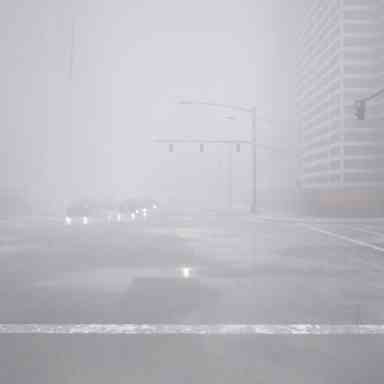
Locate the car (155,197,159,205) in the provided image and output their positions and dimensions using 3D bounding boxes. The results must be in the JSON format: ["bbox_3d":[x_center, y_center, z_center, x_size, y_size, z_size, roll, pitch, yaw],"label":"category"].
[{"bbox_3d":[-7.009,1.601,58.562,1.895,1.301,4.718,0,0,0],"label":"car"}]

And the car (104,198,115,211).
[{"bbox_3d":[-10.547,1.478,41.903,1.882,1.535,5.008,0,0,0],"label":"car"}]

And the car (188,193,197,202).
[{"bbox_3d":[0.089,1.184,74.398,2.097,1.767,4.553,0,0,0],"label":"car"}]

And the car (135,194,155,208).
[{"bbox_3d":[-7.039,1.491,48.238,2.128,1.511,4.902,0,0,0],"label":"car"}]

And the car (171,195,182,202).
[{"bbox_3d":[-3.411,1.354,74.432,2.128,1.511,4.902,0,0,0],"label":"car"}]

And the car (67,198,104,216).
[{"bbox_3d":[-10.598,1.352,32.771,2.097,1.767,4.553,0,0,1],"label":"car"}]

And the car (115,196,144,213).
[{"bbox_3d":[-7.054,1.505,37.887,1.837,1.490,4.892,0,0,0],"label":"car"}]

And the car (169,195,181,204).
[{"bbox_3d":[-3.423,1.491,64.148,2.128,1.511,4.902,0,0,0],"label":"car"}]

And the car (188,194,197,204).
[{"bbox_3d":[0.077,1.547,64.144,2.033,1.411,5.357,0,0,0],"label":"car"}]
